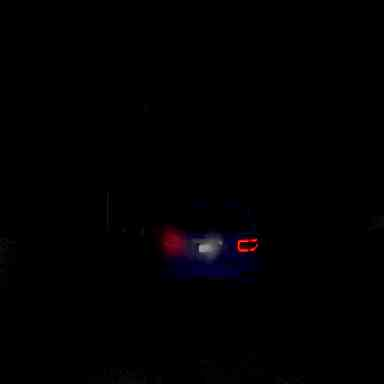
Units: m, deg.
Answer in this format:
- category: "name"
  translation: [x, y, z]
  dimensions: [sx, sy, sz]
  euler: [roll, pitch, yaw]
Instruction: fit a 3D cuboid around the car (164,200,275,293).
- category: "car"
  translation: [1.002, 1.215, 9.164]
  dimensions: [2.150, 2.045, 5.566]
  euler: [0, 0, 16]
